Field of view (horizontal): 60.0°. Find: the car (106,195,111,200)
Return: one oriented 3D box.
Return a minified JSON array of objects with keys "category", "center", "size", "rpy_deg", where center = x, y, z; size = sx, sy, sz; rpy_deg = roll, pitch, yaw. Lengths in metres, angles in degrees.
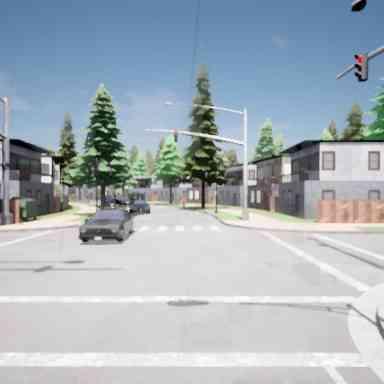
[{"category":"car","center":[-16.476,1.318,66.993],"size":[2.097,1.767,4.553],"rpy_deg":[0,0,-45]}]

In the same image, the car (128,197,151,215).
[{"category":"car","center":[-5.218,1.530,33.712],"size":[1.994,1.385,4.181],"rpy_deg":[0,0,-10]}]

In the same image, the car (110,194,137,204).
[{"category":"car","center":[-10.600,1.457,51.296],"size":[2.128,1.511,4.902],"rpy_deg":[0,0,-27]}]

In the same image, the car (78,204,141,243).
[{"category":"car","center":[-3.988,1.527,16.378],"size":[2.033,1.411,5.357],"rpy_deg":[0,0,-3]}]

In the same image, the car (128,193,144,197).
[{"category":"car","center":[-10.364,1.188,58.646],"size":[2.150,2.045,5.566],"rpy_deg":[0,0,-36]}]
